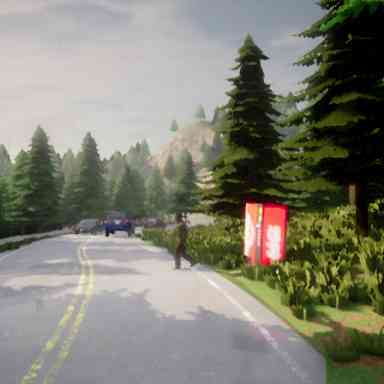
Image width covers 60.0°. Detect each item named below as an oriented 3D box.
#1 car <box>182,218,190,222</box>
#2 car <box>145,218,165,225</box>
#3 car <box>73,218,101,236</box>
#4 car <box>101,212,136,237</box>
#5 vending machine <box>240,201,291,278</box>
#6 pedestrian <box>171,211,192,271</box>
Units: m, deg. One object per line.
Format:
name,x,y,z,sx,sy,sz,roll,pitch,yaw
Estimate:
car,-1.630,6.180,70.808,1.812,1.442,4.674,0,-4,14
car,-4.941,4.346,45.344,1.812,1.442,4.674,0,-5,13
car,-9.717,3.293,31.514,1.837,1.490,4.892,-1,-4,-1
car,-6.282,2.852,29.613,2.150,2.045,5.566,0,-5,-5
vending machine,2.125,1.344,9.729,1.100,2.100,0.880,3,0,-14
pedestrian,-0.368,1.500,10.432,0.375,1.860,0.375,-3,1,-16
